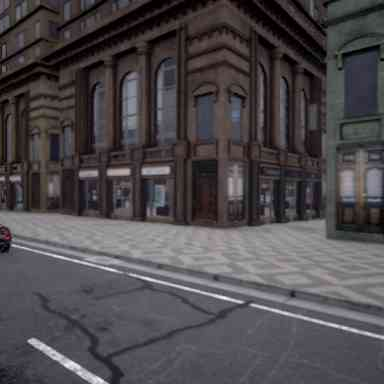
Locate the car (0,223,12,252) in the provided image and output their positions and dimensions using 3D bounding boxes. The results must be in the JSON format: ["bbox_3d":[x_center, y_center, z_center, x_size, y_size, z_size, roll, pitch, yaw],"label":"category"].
[{"bbox_3d":[-8.403,1.493,12.447,4.674,1.442,1.812,0,0,40],"label":"car"}]
